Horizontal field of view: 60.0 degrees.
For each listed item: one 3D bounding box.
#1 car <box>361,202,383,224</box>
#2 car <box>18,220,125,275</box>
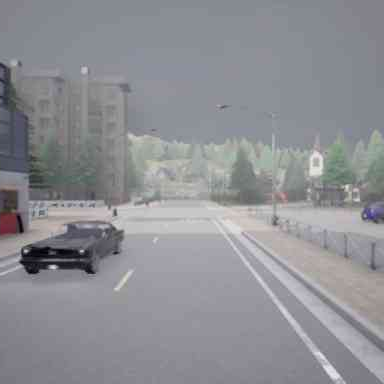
[{"bbox_3d":[13.900,1.451,23.246,3.633,1.501,1.845,0,0,0],"label":"car"},{"bbox_3d":[-3.538,1.629,10.721,1.895,1.301,4.718,0,0,1],"label":"car"}]
